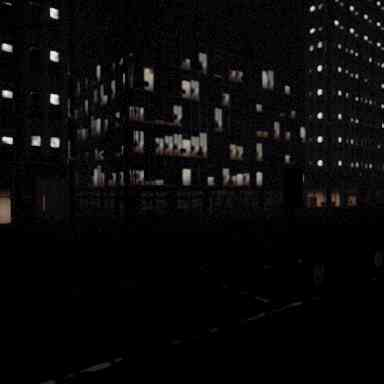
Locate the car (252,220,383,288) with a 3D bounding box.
[{"bbox_3d":[3.608,1.497,9.132,4.507,1.381,1.887,0,0,-35],"label":"car"}]
